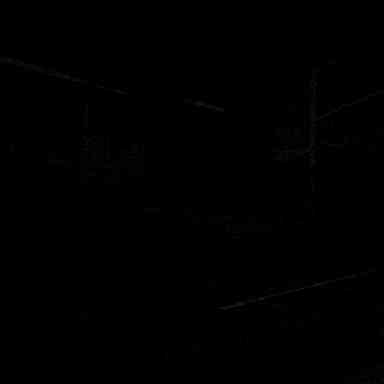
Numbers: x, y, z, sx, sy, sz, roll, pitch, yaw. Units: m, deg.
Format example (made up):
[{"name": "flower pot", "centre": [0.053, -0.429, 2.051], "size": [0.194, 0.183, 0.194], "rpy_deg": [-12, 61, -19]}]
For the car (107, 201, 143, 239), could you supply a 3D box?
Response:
[{"name": "car", "centre": [-4.288, 1.447, 18.384], "size": [1.905, 1.878, 3.866], "rpy_deg": [1, 0, -36]}]

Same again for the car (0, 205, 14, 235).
[{"name": "car", "centre": [-11.417, 1.524, 18.647], "size": [2.242, 1.667, 4.611], "rpy_deg": [1, 0, -36]}]
